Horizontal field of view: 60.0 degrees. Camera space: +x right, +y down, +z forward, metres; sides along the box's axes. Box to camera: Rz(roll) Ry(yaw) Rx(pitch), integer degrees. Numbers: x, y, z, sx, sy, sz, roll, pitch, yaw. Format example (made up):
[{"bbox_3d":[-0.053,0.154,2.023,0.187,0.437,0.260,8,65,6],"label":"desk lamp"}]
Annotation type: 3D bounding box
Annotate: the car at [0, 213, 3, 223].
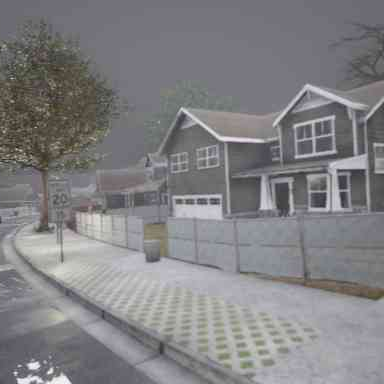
[{"bbox_3d":[-24.170,3.084,39.884,1.837,1.490,4.892,-3,-1,-17],"label":"car"}]
